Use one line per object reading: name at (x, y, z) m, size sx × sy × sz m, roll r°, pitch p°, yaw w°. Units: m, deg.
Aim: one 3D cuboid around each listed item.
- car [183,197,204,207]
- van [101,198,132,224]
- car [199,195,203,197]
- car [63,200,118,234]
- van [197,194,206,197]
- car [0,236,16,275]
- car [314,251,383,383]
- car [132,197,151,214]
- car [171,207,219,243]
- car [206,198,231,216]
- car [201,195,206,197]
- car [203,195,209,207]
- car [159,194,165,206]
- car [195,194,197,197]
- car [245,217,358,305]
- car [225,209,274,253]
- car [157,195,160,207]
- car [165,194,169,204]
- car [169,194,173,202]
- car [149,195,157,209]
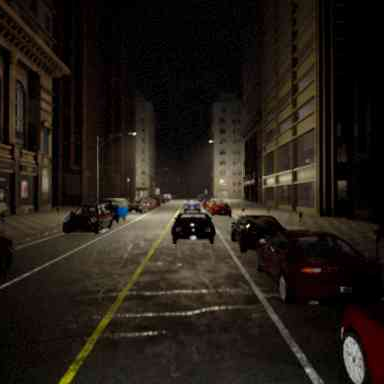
car at (0.012, 1.576, 36.231) m, size 2.033 × 1.411 × 5.357 m, roll 0°, pitch 0°, yaw 0°
van at (-5.906, 1.364, 24.820) m, size 1.690 × 1.788 × 3.998 m, roll 1°, pitch 0°, yaw 0°
car at (2.547, 1.587, 52.971) m, size 2.008 × 1.369 × 4.403 m, roll 1°, pitch 0°, yaw 0°
car at (-5.894, 1.460, 19.196) m, size 1.967 × 1.590 × 4.097 m, roll 1°, pitch 0°, yaw 0°
van at (2.508, 1.383, 69.845) m, size 1.690 × 1.788 × 3.998 m, roll 1°, pitch 0°, yaw 0°
car at (-5.868, 1.592, 7.947) m, size 1.802 × 1.307 × 4.206 m, roll 1°, pitch 0°, yaw 0°
car at (2.672, 1.547, 2.349) m, size 1.887 × 1.381 × 4.507 m, roll 1°, pitch 0°, yaw 0°
car at (-5.937, 1.596, 36.069) m, size 1.947 × 1.339 × 4.313 m, roll 1°, pitch 0°, yaw 0°
car at (0.057, 1.617, 16.143) m, size 1.895 × 1.301 × 4.718 m, roll 0°, pitch 0°, yaw 0°
car at (2.603, 1.569, 30.473) m, size 1.887 × 1.381 × 4.507 m, roll 1°, pitch 0°, yaw 0°
car at (2.561, 1.578, 47.346) m, size 1.887 × 1.381 × 4.507 m, roll 1°, pitch 0°, yaw 0°
car at (2.590, 1.468, 36.098) m, size 1.967 × 1.590 × 4.097 m, roll 1°, pitch 0°, yaw 0°
car at (-5.975, 1.353, 52.942) m, size 2.192 × 1.841 × 5.009 m, roll 1°, pitch 0°, yaw 0°
car at (2.481, 1.361, 81.094) m, size 2.192 × 1.841 × 5.009 m, roll 1°, pitch 0°, yaw 0°
car at (2.658, 1.553, 7.973) m, size 1.887 × 1.381 × 4.507 m, roll 1°, pitch 0°, yaw 0°
car at (2.644, 1.579, 13.599) m, size 1.947 × 1.339 × 4.313 m, roll 1°, pitch 0°, yaw 0°
car at (-5.964, 1.561, 47.148) m, size 1.752 × 1.417 × 4.829 m, roll 1°, pitch 0°, yaw 0°
car at (-6.004, 1.482, 64.191) m, size 1.967 × 1.590 × 4.097 m, roll 1°, pitch 0°, yaw 0°
car at (-6.034, 1.628, 75.439) m, size 1.802 × 1.307 × 4.206 m, roll 1°, pitch 0°, yaw 0°
car at (-5.949, 1.473, 41.693) m, size 1.967 × 1.590 × 4.097 m, roll 1°, pitch 0°, yaw 0°
